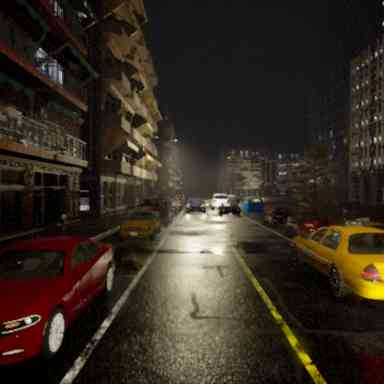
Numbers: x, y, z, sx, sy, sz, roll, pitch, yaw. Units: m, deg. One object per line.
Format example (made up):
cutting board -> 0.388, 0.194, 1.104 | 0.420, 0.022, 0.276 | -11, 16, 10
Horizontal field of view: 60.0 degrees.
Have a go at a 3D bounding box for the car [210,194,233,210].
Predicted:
car -> 3.522, 1.246, 42.251 | 2.150, 2.045, 5.566 | 0, 0, 1

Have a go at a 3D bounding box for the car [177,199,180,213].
car -> -2.359, 1.525, 28.088 | 2.008, 1.369, 4.403 | 0, 0, 1

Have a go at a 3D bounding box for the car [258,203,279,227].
car -> 5.949, 1.621, 22.455 | 1.802, 1.307, 4.206 | 0, 0, 1

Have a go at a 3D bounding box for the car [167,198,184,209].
car -> -2.150, 1.545, 44.666 | 1.947, 1.339, 4.313 | 0, 0, 1

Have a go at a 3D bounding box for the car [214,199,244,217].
car -> 3.425, 1.620, 31.388 | 1.895, 1.301, 4.718 | 0, 0, 1

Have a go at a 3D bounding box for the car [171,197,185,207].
car -> -2.080, 1.528, 50.193 | 1.887, 1.381, 4.507 | 0, 0, 1

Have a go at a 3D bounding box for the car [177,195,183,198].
car -> -2.219, 1.417, 39.140 | 1.967, 1.590, 4.097 | 0, 0, 1

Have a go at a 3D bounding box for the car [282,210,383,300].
car -> 3.974, 1.484, 8.510 | 1.801, 1.575, 5.366 | 0, 0, 1

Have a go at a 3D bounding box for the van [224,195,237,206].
van -> 6.370, 1.393, 55.614 | 1.690, 1.788, 3.998 | 0, 0, 1

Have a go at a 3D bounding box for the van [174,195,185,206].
van -> -2.009, 1.328, 55.720 | 1.690, 1.788, 3.998 | 0, 0, 1

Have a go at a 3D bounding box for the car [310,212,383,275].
car -> 5.811, 1.566, 11.573 | 1.752, 1.417, 4.829 | 0, 0, 1

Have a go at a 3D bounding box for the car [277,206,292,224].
car -> 5.879, 1.621, 16.930 | 1.802, 1.307, 4.206 | 0, 0, 1

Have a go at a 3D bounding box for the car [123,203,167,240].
car -> -2.503, 1.500, 16.866 | 1.752, 1.417, 4.829 | 0, 0, 1

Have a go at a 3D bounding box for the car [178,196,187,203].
car -> -1.870, 1.579, 66.771 | 1.802, 1.307, 4.206 | 0, 0, 1

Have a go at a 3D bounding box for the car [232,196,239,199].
car -> 6.162, 1.567, 39.203 | 1.752, 1.417, 4.829 | 0, 0, 1

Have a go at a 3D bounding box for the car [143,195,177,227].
car -> -2.430, 1.289, 22.562 | 2.192, 1.841, 5.009 | 0, 0, 1

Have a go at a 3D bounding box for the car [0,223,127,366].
car -> -2.641, 1.522, 5.983 | 1.887, 1.381, 4.507 | 0, 0, 1

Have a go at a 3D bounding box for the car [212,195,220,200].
car -> 6.860, 1.641, 94.296 | 1.887, 1.381, 4.507 | 0, 0, 1

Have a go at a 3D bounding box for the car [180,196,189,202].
car -> -1.729, 1.574, 77.823 | 1.947, 1.339, 4.313 | 0, 0, 1

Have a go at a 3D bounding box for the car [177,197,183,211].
car -> -2.290, 1.526, 33.615 | 2.008, 1.369, 4.403 | 0, 0, 1

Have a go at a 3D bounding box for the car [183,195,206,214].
car -> 0.427, 1.348, 35.126 | 2.097, 1.767, 4.553 | 0, 0, 1

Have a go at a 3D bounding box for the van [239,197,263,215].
van -> 6.090, 1.381, 33.508 | 1.690, 1.788, 3.998 | 0, 0, 1

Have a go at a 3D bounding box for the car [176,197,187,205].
car -> -1.940, 1.574, 61.245 | 1.802, 1.307, 4.206 | 0, 0, 1
